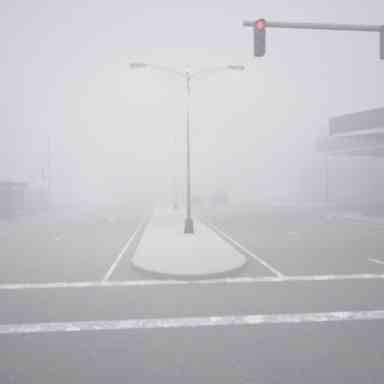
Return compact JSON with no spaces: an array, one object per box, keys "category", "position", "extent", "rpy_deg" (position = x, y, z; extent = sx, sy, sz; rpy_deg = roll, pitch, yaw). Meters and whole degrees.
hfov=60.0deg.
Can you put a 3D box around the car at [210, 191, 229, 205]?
[{"category":"car","position":[4.095,0.889,49.518],"extent":[2.150,2.045,5.566],"rpy_deg":[-1,0,-5]}]

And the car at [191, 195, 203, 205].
[{"category":"car","position":[0.506,1.173,49.998],"extent":[1.882,1.535,5.008],"rpy_deg":[-1,0,-4]}]
